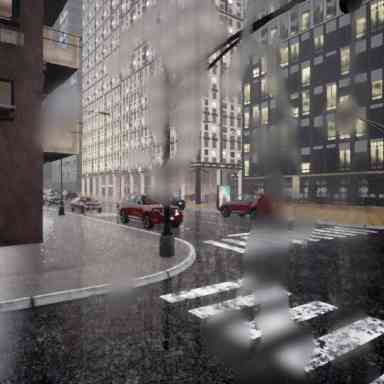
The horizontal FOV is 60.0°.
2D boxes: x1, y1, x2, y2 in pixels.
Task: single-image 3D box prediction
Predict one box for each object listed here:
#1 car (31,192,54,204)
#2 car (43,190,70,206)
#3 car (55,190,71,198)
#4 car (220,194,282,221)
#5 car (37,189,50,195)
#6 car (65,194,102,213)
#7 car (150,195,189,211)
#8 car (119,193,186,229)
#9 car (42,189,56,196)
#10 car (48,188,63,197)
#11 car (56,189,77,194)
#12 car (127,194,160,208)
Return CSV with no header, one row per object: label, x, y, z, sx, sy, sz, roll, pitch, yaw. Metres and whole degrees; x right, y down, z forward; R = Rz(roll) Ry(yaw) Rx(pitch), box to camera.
car,-18.843,0.752,41.762,1.802,1.307,4.206,2,0,-36
car,-15.582,0.827,37.276,2.008,1.369,4.403,2,0,-36
car,-25.147,0.310,64.693,1.887,1.381,4.507,1,0,-36
car,4.208,1.027,24.305,2.192,1.841,5.009,1,0,-36
car,-34.930,-0.011,78.155,1.887,1.381,4.507,1,0,-36
car,-9.062,1.067,28.303,1.802,1.307,4.206,2,0,-36
car,-2.320,1.070,33.281,1.947,1.339,4.313,1,0,-36
car,-2.534,1.008,19.330,2.192,1.841,5.009,2,0,-36
car,-31.668,0.097,73.667,1.887,1.381,4.507,1,0,-36
car,-28.404,0.099,69.179,1.967,1.590,4.097,1,0,-36
car,-19.502,0.515,52.494,1.837,1.490,4.892,0,1,-36
car,-5.582,0.966,37.768,1.947,1.339,4.313,1,0,-36
